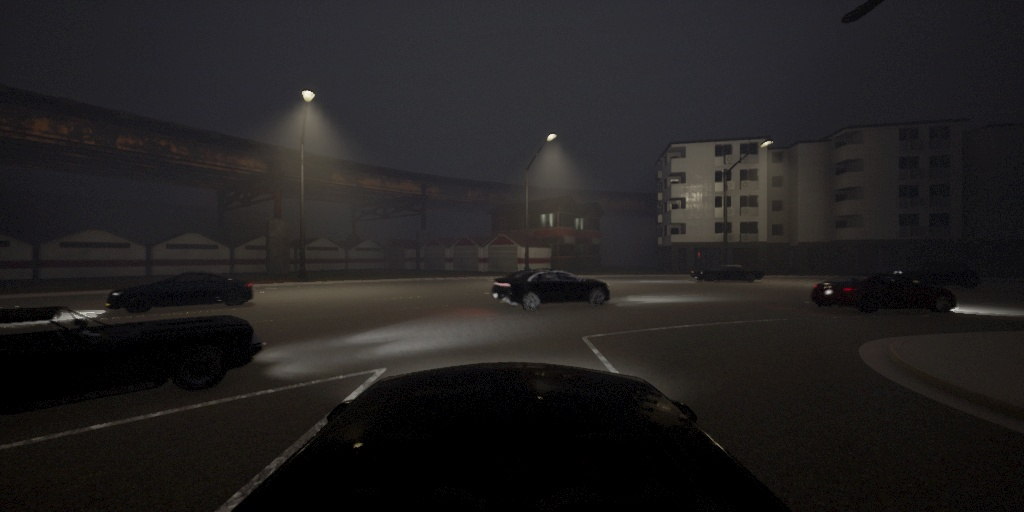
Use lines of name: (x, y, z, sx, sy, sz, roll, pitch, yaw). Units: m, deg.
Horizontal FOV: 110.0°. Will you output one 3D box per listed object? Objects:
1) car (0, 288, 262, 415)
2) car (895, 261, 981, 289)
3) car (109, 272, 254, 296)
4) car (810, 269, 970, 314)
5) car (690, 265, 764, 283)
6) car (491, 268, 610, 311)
car: (-6.301, 1.350, 4.823, 1.895, 1.301, 4.718, 0, 0, 44)
car: (26.157, 1.094, 22.820, 4.553, 1.767, 2.097, 0, 0, 13)
car: (-12.521, 1.310, 13.850, 4.181, 1.385, 1.994, 0, 0, -41)
car: (13.734, 1.310, 13.388, 4.181, 1.385, 1.994, 0, 0, -3)
car: (16.401, 1.342, 27.561, 4.718, 1.301, 1.895, 0, 0, 2)
car: (1.598, 1.237, 14.152, 4.902, 1.511, 2.128, 0, 0, -24)
